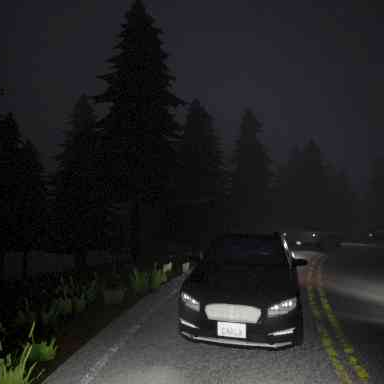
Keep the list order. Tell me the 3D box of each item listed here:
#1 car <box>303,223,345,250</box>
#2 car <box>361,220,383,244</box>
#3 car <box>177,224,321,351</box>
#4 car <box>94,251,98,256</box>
[{"bbox_3d":[6.543,2.312,17.764,1.895,1.301,4.718,-3,-6,39],"label":"car"},{"bbox_3d":[15.943,3.234,26.509,5.566,2.045,2.150,8,-8,-28],"label":"car"},{"bbox_3d":[1.139,1.562,6.634,2.128,1.511,4.902,-1,-2,15],"label":"car"},{"bbox_3d":[-20.220,13.651,73.015,4.181,1.381,1.994,-2,-5,31],"label":"car"}]
